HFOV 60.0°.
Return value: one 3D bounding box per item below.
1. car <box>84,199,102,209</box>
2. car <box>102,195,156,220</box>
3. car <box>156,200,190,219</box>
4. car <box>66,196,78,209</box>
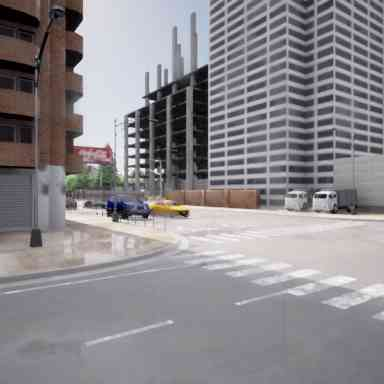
[{"bbox_3d":[-13.689,1.619,46.755,1.994,1.385,4.181,0,0,-35],"label":"car"},{"bbox_3d":[-5.710,1.275,29.309,2.150,2.045,5.566,0,0,-35],"label":"car"},{"bbox_3d":[-2.092,1.532,30.267,1.882,1.535,5.008,0,0,-35],"label":"car"},{"bbox_3d":[-17.353,1.404,45.899,2.097,1.767,4.553,0,0,-35],"label":"car"}]
